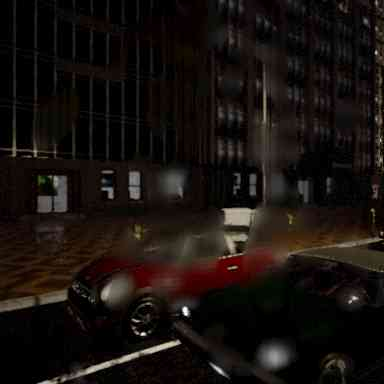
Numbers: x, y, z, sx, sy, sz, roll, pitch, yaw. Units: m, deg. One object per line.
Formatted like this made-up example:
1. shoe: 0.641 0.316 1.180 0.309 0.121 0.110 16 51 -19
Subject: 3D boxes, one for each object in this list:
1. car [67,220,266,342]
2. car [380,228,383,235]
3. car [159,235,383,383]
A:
1. car: -0.215 1.420 6.394 4.097 1.590 1.967 0 1 -35
2. car: 8.976 1.463 12.944 4.403 1.369 2.008 0 1 -35
3. car: 2.079 1.575 4.849 4.718 1.301 1.895 0 0 -35
